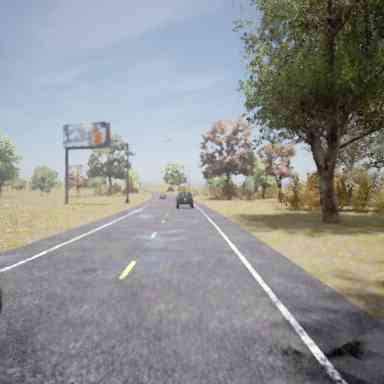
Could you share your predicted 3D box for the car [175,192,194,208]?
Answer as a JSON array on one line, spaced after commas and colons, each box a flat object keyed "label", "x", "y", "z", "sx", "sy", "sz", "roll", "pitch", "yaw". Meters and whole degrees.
[{"label": "car", "x": -0.966, "y": 0.993, "z": 43.919, "sx": 2.150, "sy": 2.045, "sz": 5.566, "roll": 0, "pitch": 0, "yaw": -3}]

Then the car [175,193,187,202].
[{"label": "car", "x": -2.056, "y": 1.005, "z": 63.267, "sx": 2.097, "sy": 1.767, "sz": 4.553, "roll": 0, "pitch": 0, "yaw": -4}]

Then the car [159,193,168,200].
[{"label": "car", "x": -6.790, "y": 1.055, "z": 78.780, "sx": 1.837, "sy": 1.490, "sz": 4.892, "roll": 0, "pitch": 0, "yaw": -5}]

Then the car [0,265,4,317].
[{"label": "car", "x": -3.616, "y": 1.213, "z": 2.240, "sx": 2.150, "sy": 2.045, "sz": 5.566, "roll": 0, "pitch": 0, "yaw": 0}]
